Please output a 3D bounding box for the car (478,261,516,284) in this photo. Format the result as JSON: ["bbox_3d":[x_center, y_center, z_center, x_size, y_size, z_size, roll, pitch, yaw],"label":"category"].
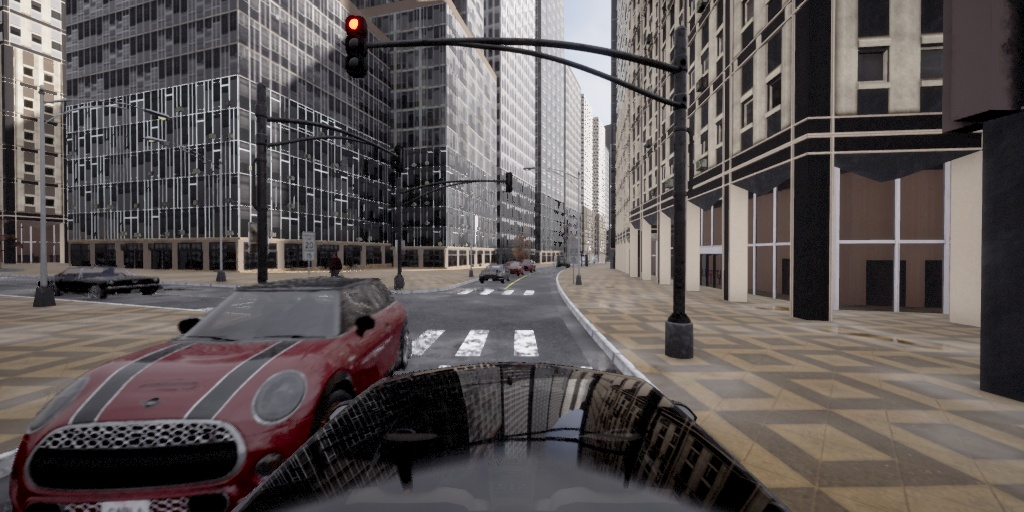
[{"bbox_3d":[-1.220,1.331,28.075,2.033,1.411,5.357,0,0,7],"label":"car"}]

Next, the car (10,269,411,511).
[{"bbox_3d":[-2.746,1.102,4.620,2.097,1.767,4.553,0,0,-4],"label":"car"}]

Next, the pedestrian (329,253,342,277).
[{"bbox_3d":[-9.577,0.716,19.407,0.375,1.860,0.375,0,0,16],"label":"pedestrian"}]

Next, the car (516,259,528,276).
[{"bbox_3d":[0.132,1.297,37.783,1.882,1.535,5.008,0,0,9],"label":"car"}]

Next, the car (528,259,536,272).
[{"bbox_3d":[1.885,1.220,47.511,2.097,1.767,4.553,0,0,11],"label":"car"}]

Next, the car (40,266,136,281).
[{"bbox_3d":[-18.018,1.129,15.757,4.718,1.301,1.895,1,1,16],"label":"car"}]
